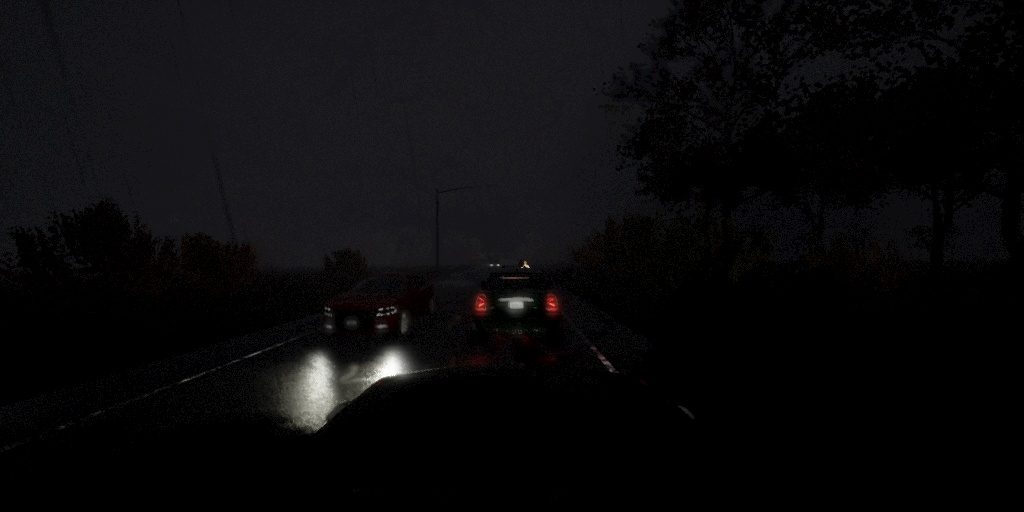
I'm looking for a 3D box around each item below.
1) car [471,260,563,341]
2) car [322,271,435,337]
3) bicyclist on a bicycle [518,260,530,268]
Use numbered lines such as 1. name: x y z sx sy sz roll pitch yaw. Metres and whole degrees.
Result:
1. car: 0.108 1.099 9.968 2.097 1.767 4.553 0 0 0
2. car: -3.591 1.224 10.530 1.882 1.535 5.008 0 0 0
3. bicyclist on a bicycle: 0.960 1.177 25.791 0.866 1.612 1.509 0 0 1
